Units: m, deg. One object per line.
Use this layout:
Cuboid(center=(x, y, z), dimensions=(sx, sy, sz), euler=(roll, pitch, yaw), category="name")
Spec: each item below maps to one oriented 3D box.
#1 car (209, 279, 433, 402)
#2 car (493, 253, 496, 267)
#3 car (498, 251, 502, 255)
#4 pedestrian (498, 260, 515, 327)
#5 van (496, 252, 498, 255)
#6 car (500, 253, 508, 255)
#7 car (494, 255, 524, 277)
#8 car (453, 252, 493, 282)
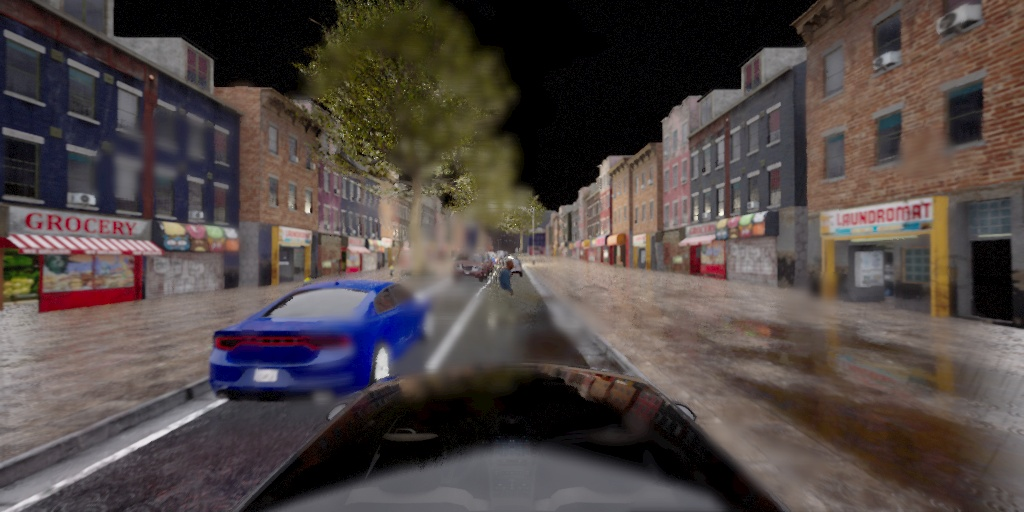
Cuboid(center=(-2.770, 1.151, 6.505), dimensions=(1.882, 1.535, 5.008), euler=(0, 1, 0), category="car")
Cuboid(center=(-2.758, 0.607, 29.976), dimensions=(2.192, 1.841, 5.009), euler=(0, 0, 0), category="car")
Cuboid(center=(-2.854, 0.375, 52.114), dimensions=(1.967, 1.591, 4.097), euler=(0, 0, 0), category="car")
Cuboid(center=(-0.112, 0.917, 9.543), dimensions=(0.375, 1.860, 0.375), euler=(-2, -1, 0), category="pedestrian")
Cuboid(center=(-2.806, 0.454, 41.045), dimensions=(1.690, 1.789, 3.998), euler=(0, 0, 0), category="van")
Cuboid(center=(-0.123, 0.629, 42.972), dimensions=(2.033, 1.411, 5.357), euler=(0, 1, 0), category="car")
Cuboid(center=(-0.058, 0.859, 28.740), dimensions=(2.033, 1.411, 5.357), euler=(0, 1, 1), category="car")
Cuboid(center=(-2.734, 0.697, 24.442), dimensions=(2.192, 1.841, 5.009), euler=(0, 0, 0), category="car")
